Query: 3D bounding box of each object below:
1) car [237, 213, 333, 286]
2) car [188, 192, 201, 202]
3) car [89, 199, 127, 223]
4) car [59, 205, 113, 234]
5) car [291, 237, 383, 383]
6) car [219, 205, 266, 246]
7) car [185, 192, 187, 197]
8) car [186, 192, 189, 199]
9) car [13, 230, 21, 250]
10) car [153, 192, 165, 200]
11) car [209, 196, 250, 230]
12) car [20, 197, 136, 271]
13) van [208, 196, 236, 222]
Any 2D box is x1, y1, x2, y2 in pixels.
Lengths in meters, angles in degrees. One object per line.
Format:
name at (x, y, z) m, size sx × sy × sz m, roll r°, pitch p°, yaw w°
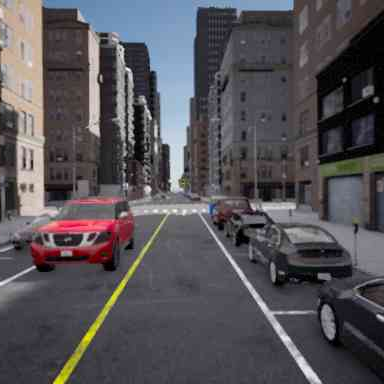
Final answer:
car at (2.658, 1.486, 9.024) m, size 2.008 × 1.369 × 4.403 m, roll 0°, pitch 0°, yaw -1°
car at (0.796, 1.156, 69.456) m, size 1.967 × 1.590 × 4.097 m, roll -1°, pitch 0°, yaw -3°
car at (-6.298, 1.389, 25.362) m, size 1.967 × 1.590 × 4.097 m, roll 0°, pitch 0°, yaw -1°
car at (-6.153, 1.538, 19.839) m, size 1.947 × 1.339 × 4.313 m, roll 0°, pitch 0°, yaw -1°
car at (2.802, 1.509, 3.502) m, size 2.008 × 1.369 × 4.403 m, roll 0°, pitch 0°, yaw -1°
car at (2.514, 1.478, 14.546) m, size 1.947 × 1.339 × 4.313 m, roll 0°, pitch 0°, yaw -1°
car at (-0.288, 1.239, 92.047) m, size 1.802 × 1.307 × 4.206 m, roll -1°, pitch 0°, yaw -3°
car at (0.255, 1.266, 80.754) m, size 1.802 × 1.307 × 4.206 m, roll -1°, pitch 0°, yaw -3°
car at (-6.008, 1.576, 14.316) m, size 1.802 × 1.307 × 4.206 m, roll 0°, pitch 0°, yaw -1°
car at (-8.261, 1.206, 80.353) m, size 1.967 × 1.590 × 4.097 m, roll -1°, pitch 0°, yaw -3°
car at (2.368, 1.205, 20.067) m, size 2.192 × 1.841 × 5.009 m, roll 0°, pitch 0°, yaw -1°
car at (-3.263, 1.204, 11.211) m, size 2.150 × 2.045 × 5.566 m, roll -1°, pitch 0°, yaw -2°
van at (2.224, 1.208, 25.588) m, size 1.690 × 1.788 × 3.998 m, roll 0°, pitch 0°, yaw -1°
